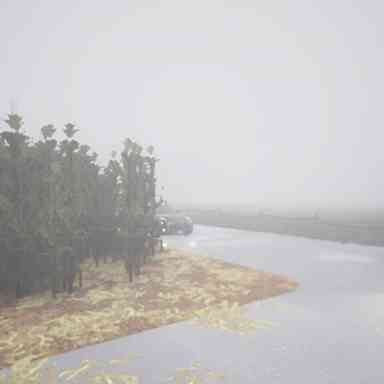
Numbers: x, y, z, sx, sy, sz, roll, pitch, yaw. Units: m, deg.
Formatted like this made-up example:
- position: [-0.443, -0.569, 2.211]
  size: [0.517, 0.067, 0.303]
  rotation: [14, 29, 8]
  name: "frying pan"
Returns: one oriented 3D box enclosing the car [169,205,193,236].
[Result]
- position: [-1.884, 1.442, 18.406]
  size: [2.097, 1.767, 4.553]
  rotation: [0, -1, -35]
  name: "car"
